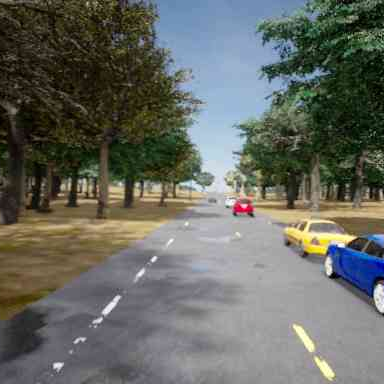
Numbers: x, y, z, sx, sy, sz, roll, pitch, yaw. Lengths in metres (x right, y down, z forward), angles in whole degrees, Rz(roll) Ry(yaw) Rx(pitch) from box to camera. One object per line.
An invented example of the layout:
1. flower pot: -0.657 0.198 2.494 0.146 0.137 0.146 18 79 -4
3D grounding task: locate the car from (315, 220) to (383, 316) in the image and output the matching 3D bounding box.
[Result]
1. car: 4.816 1.759 8.051 1.882 1.535 5.008 2 0 3

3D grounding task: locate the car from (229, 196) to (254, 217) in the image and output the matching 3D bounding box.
1. car: 5.802 1.688 38.266 2.150 2.045 5.566 2 0 4

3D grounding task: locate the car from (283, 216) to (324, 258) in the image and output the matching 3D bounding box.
1. car: 5.211 1.793 14.213 1.801 1.575 5.366 2 0 4

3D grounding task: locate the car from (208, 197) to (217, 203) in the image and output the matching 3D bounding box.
1. car: 4.951 1.911 79.419 1.994 1.385 4.181 2 0 4

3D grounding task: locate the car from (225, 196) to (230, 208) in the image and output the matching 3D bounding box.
1. car: 6.965 1.744 57.258 2.150 2.045 5.566 2 0 4
